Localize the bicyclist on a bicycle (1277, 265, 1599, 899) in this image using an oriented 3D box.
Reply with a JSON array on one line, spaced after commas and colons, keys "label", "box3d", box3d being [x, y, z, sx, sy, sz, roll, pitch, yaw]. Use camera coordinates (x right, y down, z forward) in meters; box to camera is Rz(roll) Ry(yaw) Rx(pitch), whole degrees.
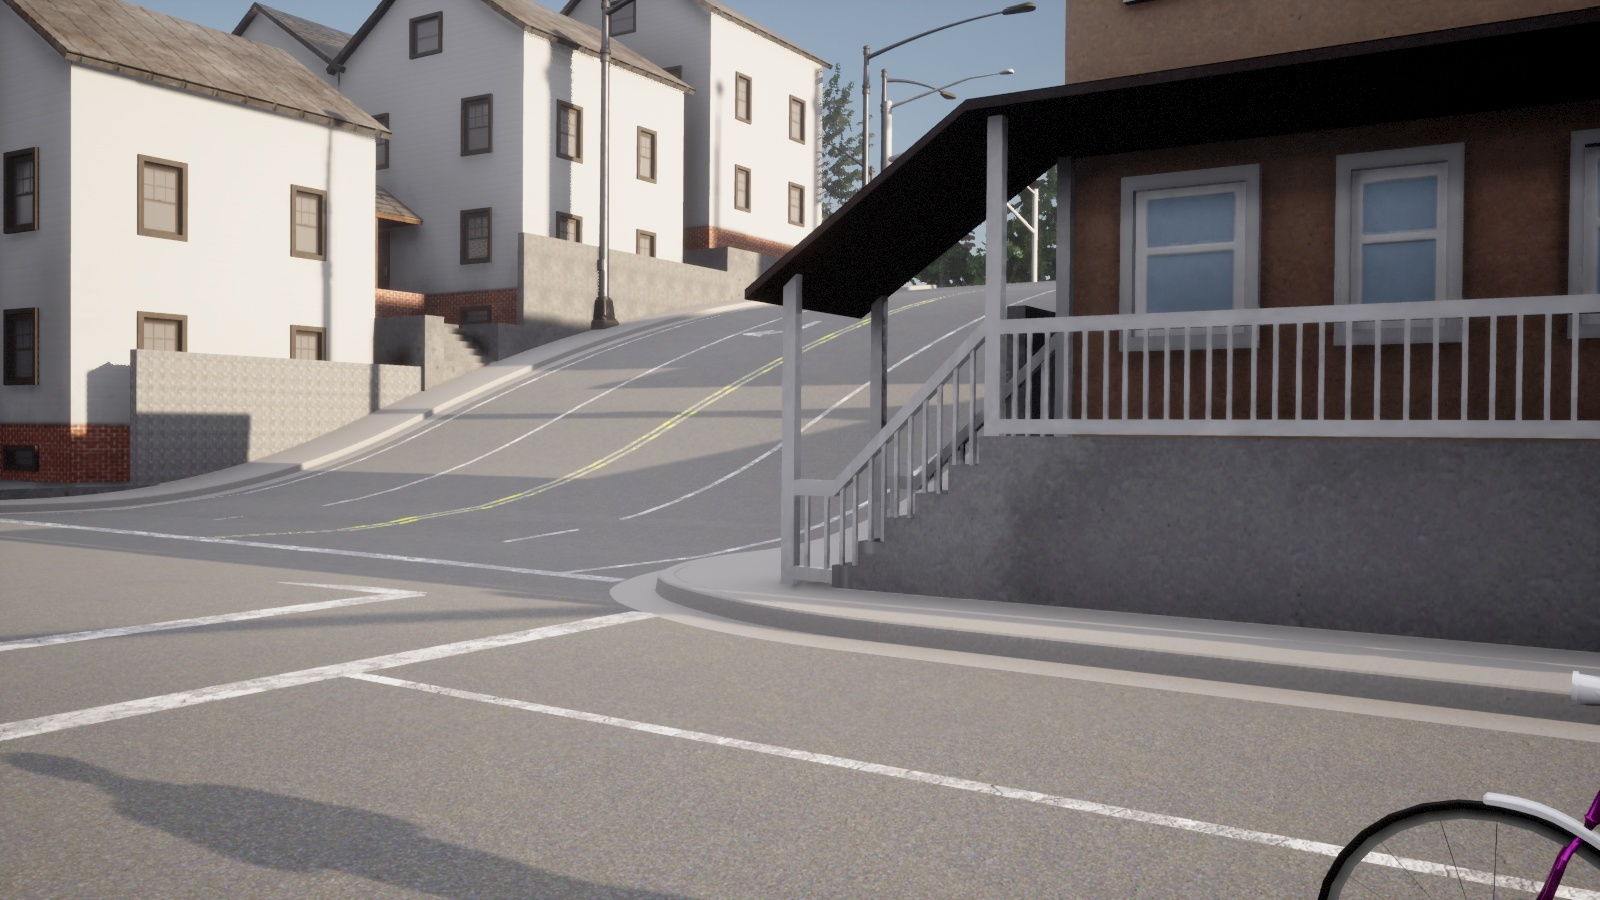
[{"label": "bicyclist on a bicycle", "box3d": [1.928, 0.552, 2.340, 1.843, 1.776, 0.659, 0, 1, 34]}]
